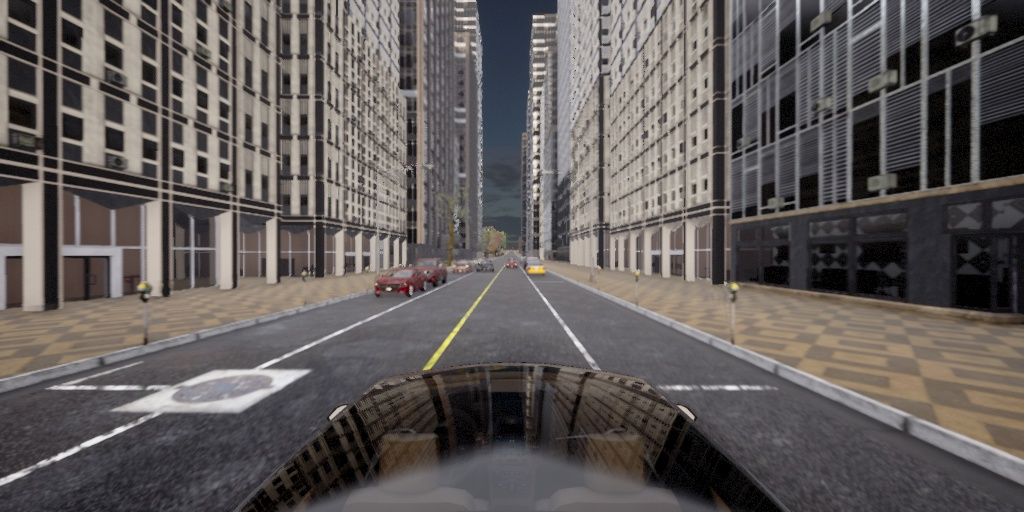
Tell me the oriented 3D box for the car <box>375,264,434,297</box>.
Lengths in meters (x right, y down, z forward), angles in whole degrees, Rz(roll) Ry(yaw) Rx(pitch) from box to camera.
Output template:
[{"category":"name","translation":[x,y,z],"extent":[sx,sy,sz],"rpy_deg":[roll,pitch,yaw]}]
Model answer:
[{"category":"car","translation":[-5.698,1.286,18.802],"extent":[1.888,1.381,4.507],"rpy_deg":[0,0,0]}]

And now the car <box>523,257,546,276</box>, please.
[{"category":"car","translation":[2.337,1.179,36.318],"extent":[1.801,1.575,5.366],"rpy_deg":[0,0,0]}]

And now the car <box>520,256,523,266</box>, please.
[{"category":"car","translation":[2.671,1.011,52.993],"extent":[2.192,1.841,5.009],"rpy_deg":[0,0,0]}]

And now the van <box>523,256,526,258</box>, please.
[{"category":"van","translation":[2.673,1.047,47.294],"extent":[1.690,1.789,3.998],"rpy_deg":[0,0,0]}]

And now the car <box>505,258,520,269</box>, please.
[{"category":"car","translation":[-0.015,1.295,54.495],"extent":[1.895,1.301,4.718],"rpy_deg":[0,0,0]}]

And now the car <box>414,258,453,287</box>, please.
[{"category":"car","translation":[-5.700,1.050,24.501],"extent":[2.192,1.841,5.009],"rpy_deg":[0,0,0]}]

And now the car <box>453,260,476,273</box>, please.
[{"category":"car","translation":[-5.705,1.154,41.596],"extent":[1.967,1.591,4.097],"rpy_deg":[0,0,0]}]

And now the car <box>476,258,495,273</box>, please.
[{"category":"car","translation":[-3.099,1.278,42.240],"extent":[1.994,1.385,4.181],"rpy_deg":[0,0,0]}]
